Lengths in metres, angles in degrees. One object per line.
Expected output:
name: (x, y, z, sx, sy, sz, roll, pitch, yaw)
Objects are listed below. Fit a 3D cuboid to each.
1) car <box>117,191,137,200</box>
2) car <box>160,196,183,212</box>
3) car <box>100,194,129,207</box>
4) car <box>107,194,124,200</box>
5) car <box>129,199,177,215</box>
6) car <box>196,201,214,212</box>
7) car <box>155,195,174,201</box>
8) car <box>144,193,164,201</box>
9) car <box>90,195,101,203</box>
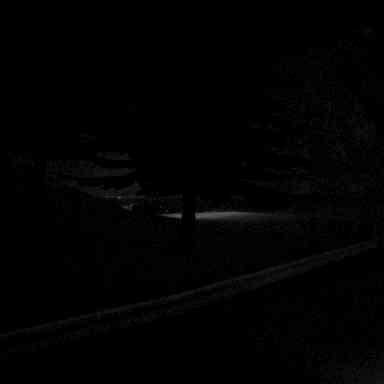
car: (-16.363, 0.870, 83.758, 5.566, 2.045, 2.150, 1, 1, 42)
car: (-2.438, 1.525, 38.380, 4.902, 1.511, 2.128, 0, 0, 41)
car: (-11.336, 1.472, 50.995, 4.902, 1.511, 2.128, 1, 0, 42)
car: (-18.676, 1.196, 81.131, 4.181, 1.385, 1.994, 1, 1, 42)
car: (-4.168, 1.635, 35.236, 4.718, 1.301, 1.895, 0, 0, 41)
car: (0.413, 1.639, 40.531, 4.718, 1.301, 1.895, 0, 0, 41)
car: (-6.576, 1.430, 79.712, 4.718, 1.301, 1.895, 1, 1, 42)
car: (-8.860, 1.189, 77.059, 4.553, 1.767, 2.097, 1, 1, 42)
car: (-21.007, 1.181, 78.520, 5.357, 1.411, 2.033, 1, 1, 42)
